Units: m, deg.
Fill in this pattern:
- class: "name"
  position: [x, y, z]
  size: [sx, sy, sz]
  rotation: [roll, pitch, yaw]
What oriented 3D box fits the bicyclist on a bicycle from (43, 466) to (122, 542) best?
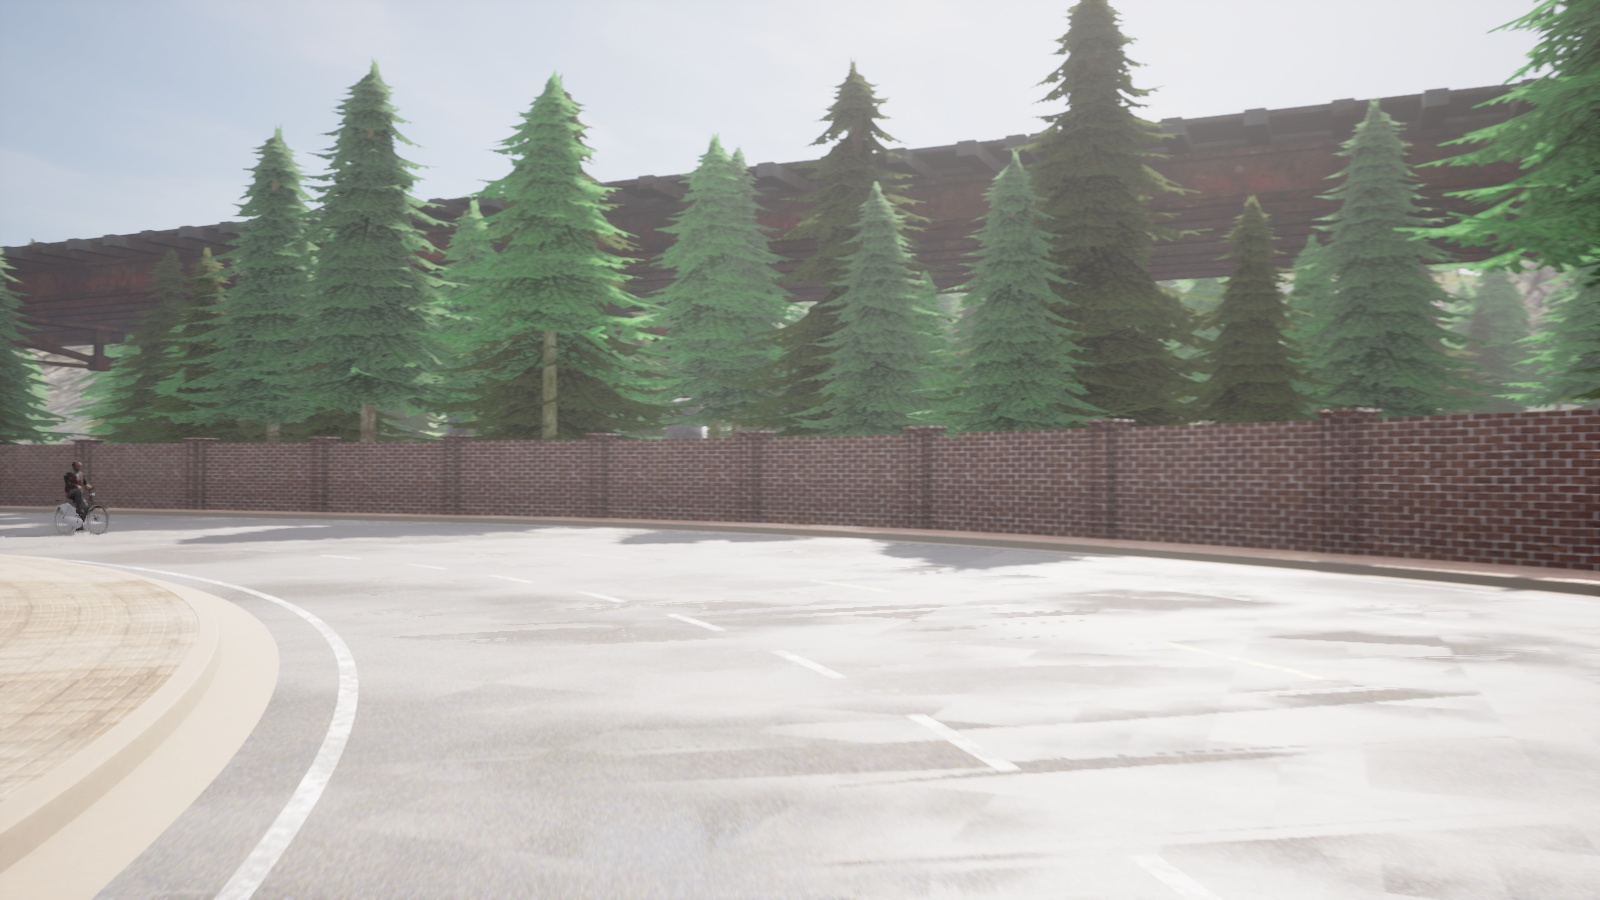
- class: "bicyclist on a bicycle"
  position: [-17.046, 1.276, 29.829]
  size: [1.843, 1.776, 0.659]
  rotation: [-1, -1, 23]
